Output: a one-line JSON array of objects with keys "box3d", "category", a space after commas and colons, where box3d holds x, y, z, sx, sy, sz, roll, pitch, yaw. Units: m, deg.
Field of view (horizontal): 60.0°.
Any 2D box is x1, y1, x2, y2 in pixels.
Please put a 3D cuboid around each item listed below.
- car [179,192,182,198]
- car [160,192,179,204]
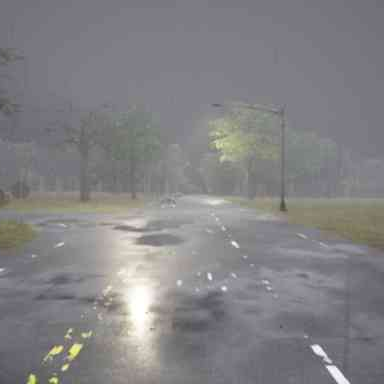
[{"box3d": [-3.394, 0.785, 82.598, 1.837, 1.490, 4.892, 0, 0, 1], "category": "car"}, {"box3d": [-3.528, 0.877, 49.697, 2.097, 1.767, 4.553, 0, 0, 0], "category": "car"}]
